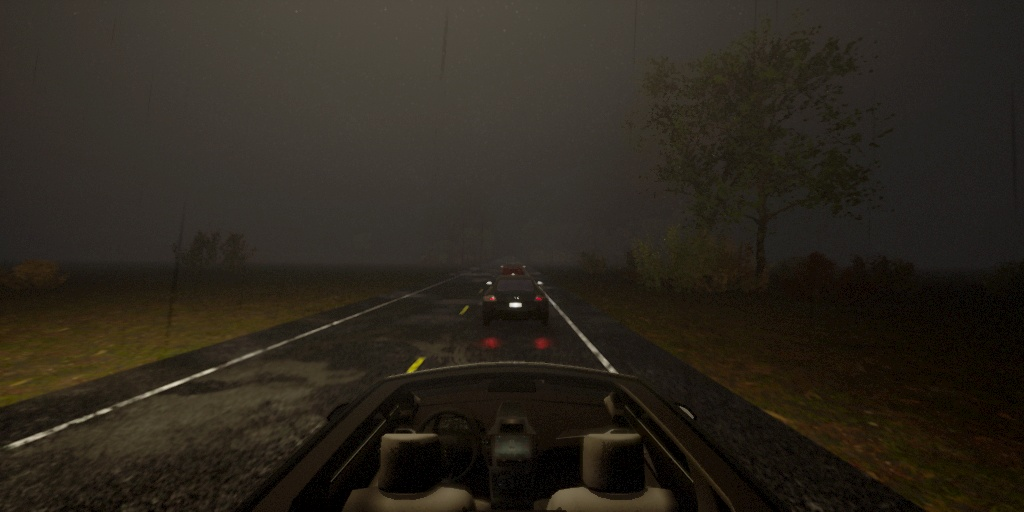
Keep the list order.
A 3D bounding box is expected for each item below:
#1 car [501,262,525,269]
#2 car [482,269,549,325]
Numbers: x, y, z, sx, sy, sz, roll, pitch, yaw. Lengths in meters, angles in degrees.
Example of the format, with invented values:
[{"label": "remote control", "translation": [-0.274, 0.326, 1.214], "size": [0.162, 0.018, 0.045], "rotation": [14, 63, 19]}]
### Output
[{"label": "car", "translation": [0.087, 1.224, 29.653], "size": [1.882, 1.535, 5.008], "rotation": [0, 0, 0]}, {"label": "car", "translation": [0.095, 1.314, 11.852], "size": [1.994, 1.385, 4.181], "rotation": [0, 0, 0]}]
